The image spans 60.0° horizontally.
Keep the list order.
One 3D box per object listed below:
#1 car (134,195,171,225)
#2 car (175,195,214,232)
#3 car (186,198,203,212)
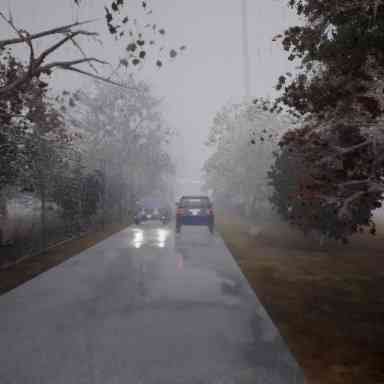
[{"bbox_3d":[-2.725,1.213,24.160,2.150,2.045,5.566,0,0,1],"label":"car"},{"bbox_3d":[0.165,1.212,20.259,2.150,2.045,5.566,0,0,0],"label":"car"},{"bbox_3d":[0.264,1.460,38.973,1.882,1.535,5.008,0,0,0],"label":"car"}]
